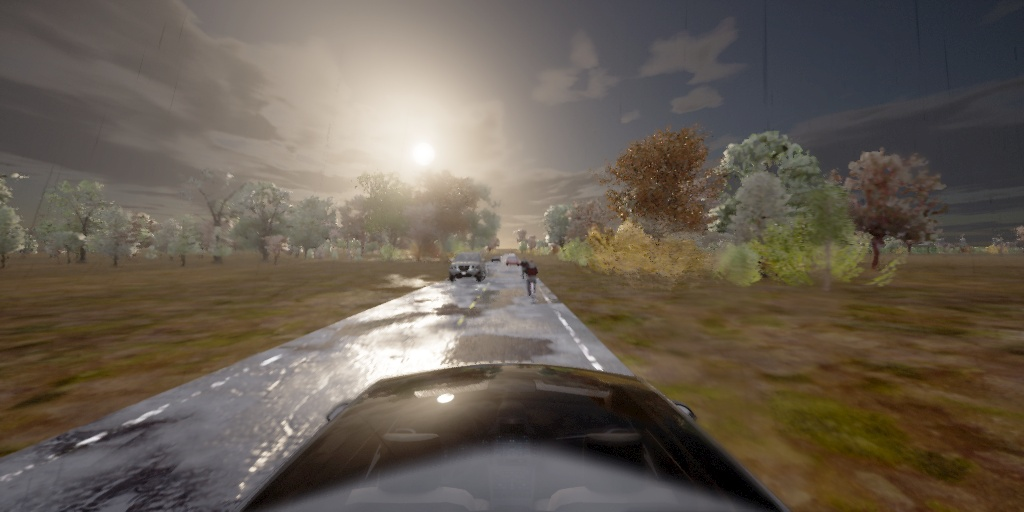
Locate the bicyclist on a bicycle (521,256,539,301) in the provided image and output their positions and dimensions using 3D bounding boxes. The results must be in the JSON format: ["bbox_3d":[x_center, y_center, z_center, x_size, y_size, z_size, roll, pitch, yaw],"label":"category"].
[{"bbox_3d":[0.829,0.984,15.268,0.659,1.776,1.843,0,1,0],"label":"bicyclist on a bicycle"}]

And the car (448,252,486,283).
[{"bbox_3d":[-3.080,0.729,25.737,2.150,2.045,5.566,0,0,0],"label":"car"}]

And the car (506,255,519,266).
[{"bbox_3d":[0.091,0.755,55.278,1.994,1.385,4.181,0,1,0],"label":"car"}]
